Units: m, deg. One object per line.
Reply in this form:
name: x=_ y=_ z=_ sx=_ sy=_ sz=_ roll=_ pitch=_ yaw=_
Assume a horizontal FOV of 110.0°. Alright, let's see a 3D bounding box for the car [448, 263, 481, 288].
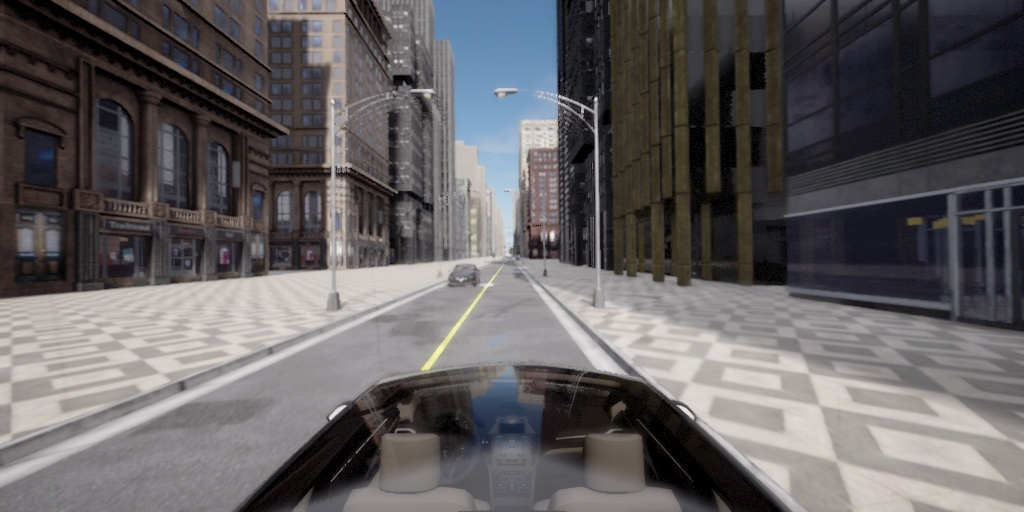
car: x=-3.145 y=1.267 z=24.315 sx=1.837 sy=1.490 sz=4.892 roll=-1 pitch=0 yaw=0
